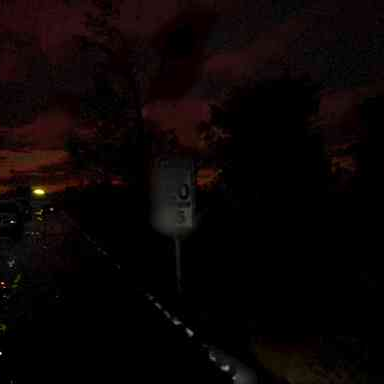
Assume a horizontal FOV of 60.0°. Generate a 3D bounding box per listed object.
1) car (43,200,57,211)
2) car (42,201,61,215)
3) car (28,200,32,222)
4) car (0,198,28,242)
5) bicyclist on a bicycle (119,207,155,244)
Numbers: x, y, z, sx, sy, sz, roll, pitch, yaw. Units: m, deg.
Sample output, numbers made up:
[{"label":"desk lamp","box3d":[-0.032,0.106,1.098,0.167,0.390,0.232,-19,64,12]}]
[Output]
[{"label":"car","box3d":[-20.795,1.976,48.609,1.812,1.442,4.674,-2,0,-24]},{"label":"car","box3d":[-16.476,1.923,38.947,1.994,1.385,4.181,-2,0,-24]},{"label":"car","box3d":[-15.565,1.570,29.686,2.150,2.045,5.566,-2,1,-24]},{"label":"car","box3d":[-10.207,1.461,17.632,2.150,2.045,5.566,-2,0,-24]},{"label":"bicyclist on a bicycle","box3d":[-2.453,1.494,14.923,1.656,1.620,0.582,-2,0,-24]}]
